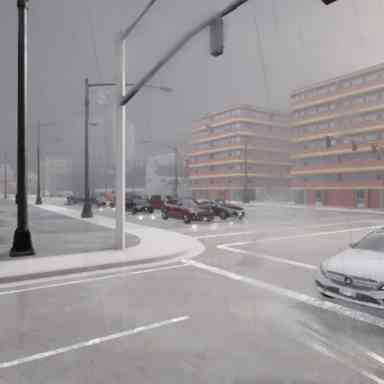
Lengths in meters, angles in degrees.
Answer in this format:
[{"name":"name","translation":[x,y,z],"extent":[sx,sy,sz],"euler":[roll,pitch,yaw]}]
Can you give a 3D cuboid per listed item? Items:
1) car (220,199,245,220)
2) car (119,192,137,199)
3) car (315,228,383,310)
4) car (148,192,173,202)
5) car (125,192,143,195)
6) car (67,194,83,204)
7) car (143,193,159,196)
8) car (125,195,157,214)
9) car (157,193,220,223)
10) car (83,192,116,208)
[{"name":"car","translation":[2.194,1.354,26.859],"extent":[2.128,1.511,4.902],"euler":[0,1,-35]},{"name":"car","translation":[-13.300,0.679,68.523],"extent":[1.837,1.490,4.892],"euler":[0,0,-34]},{"name":"car","translation":[4.695,1.528,7.333],"extent":[4.674,1.442,1.812],"euler":[0,0,-35]},{"name":"car","translation":[-5.412,0.867,56.986],"extent":[2.128,1.511,4.902],"euler":[0,1,-34]},{"name":"car","translation":[-8.435,1.127,42.453],"extent":[1.994,1.385,4.181],"euler":[0,1,-34]},{"name":"car","translation":[-16.722,0.994,48.444],"extent":[1.895,1.301,4.718],"euler":[0,1,-34]},{"name":"car","translation":[-2.810,1.089,34.203],"extent":[2.097,1.767,4.553],"euler":[0,1,-34]},{"name":"car","translation":[-5.232,1.316,31.541],"extent":[1.994,1.385,4.181],"euler":[0,1,-34]},{"name":"car","translation":[-0.371,1.226,24.412],"extent":[2.097,1.767,4.553],"euler":[0,1,-34]},{"name":"car","translation":[-10.929,1.067,39.897],"extent":[2.128,1.511,4.902],"euler":[0,1,-34]}]
